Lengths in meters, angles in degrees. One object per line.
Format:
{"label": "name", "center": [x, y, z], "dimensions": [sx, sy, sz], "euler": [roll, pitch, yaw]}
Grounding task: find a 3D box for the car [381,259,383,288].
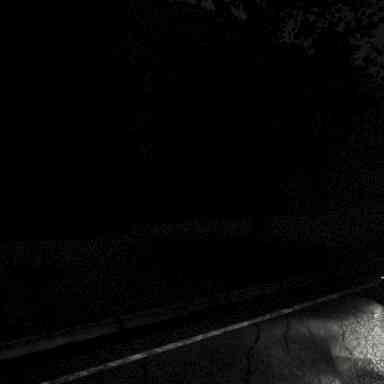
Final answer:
{"label": "car", "center": [6.361, 1.551, 7.901], "dimensions": [4.902, 1.511, 2.128], "euler": [0, 0, -35]}
